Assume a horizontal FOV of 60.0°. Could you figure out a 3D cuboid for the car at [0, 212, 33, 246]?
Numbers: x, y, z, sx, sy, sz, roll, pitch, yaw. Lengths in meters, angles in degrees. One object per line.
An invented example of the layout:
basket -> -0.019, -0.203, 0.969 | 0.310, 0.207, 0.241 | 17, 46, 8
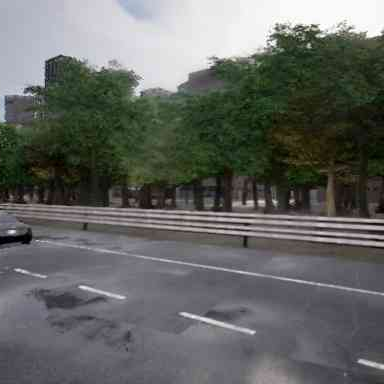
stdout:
car -> -8.792, 1.571, 14.448 | 4.181, 1.385, 1.994 | 0, 0, 36
